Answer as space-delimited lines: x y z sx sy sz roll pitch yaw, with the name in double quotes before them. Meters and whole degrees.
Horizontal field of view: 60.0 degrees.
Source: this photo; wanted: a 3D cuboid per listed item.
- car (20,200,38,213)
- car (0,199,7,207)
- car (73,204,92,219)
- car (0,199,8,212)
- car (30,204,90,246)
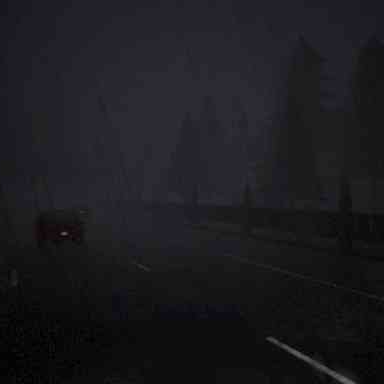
"car" -20.518 1.778 41.995 2.128 1.511 4.902 0 -1 -29
"car" -33.833 1.912 58.552 1.812 1.442 4.674 0 -1 -33
"car" -10.776 1.789 31.313 1.994 1.385 4.181 0 -1 -28
"car" -24.403 1.627 41.799 2.097 1.767 4.553 0 -1 -27
"car" -6.505 1.591 16.045 1.882 1.535 5.008 0 0 -28
